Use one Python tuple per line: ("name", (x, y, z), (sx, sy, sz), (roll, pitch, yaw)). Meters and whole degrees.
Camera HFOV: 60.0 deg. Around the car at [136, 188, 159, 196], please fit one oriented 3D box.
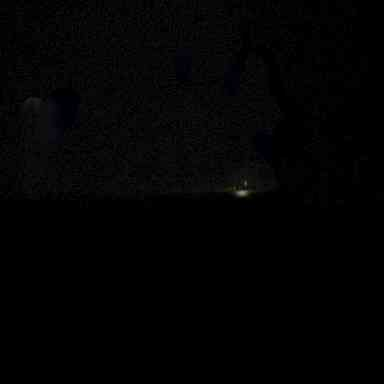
("car", (-8.799, 0.002, 66.150), (2.033, 1.411, 5.357), (-1, 1, 36))
